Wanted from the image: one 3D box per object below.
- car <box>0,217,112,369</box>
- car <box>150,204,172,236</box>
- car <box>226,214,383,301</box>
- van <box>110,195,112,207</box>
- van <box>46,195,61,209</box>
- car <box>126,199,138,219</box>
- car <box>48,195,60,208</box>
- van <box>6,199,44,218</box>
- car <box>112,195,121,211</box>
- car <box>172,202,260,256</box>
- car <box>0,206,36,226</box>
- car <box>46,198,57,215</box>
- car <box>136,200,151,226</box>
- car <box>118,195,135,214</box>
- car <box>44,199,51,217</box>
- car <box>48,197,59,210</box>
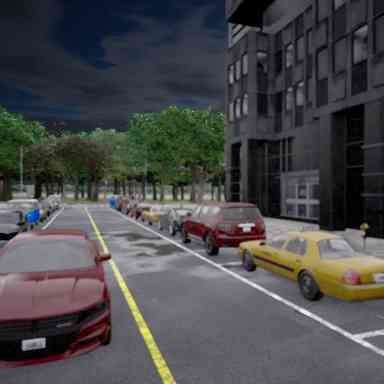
[{"bbox_3d":[-2.626,1.478,6.190,1.882,1.535,5.008,0,0,-19],"label":"car"},{"bbox_3d":[-0.719,1.552,18.407,2.008,1.369,4.403,0,0,-19],"label":"car"},{"bbox_3d":[2.748,1.525,8.279,1.752,1.417,4.829,0,0,-19],"label":"car"},{"bbox_3d":[-9.524,1.353,44.129,1.690,1.788,3.998,0,0,-19],"label":"van"},{"bbox_3d":[-19.351,1.357,46.513,1.690,1.788,3.998,0,0,-19],"label":"van"},{"bbox_3d":[-4.241,1.549,28.696,1.887,1.381,4.507,0,0,-19],"label":"car"},{"bbox_3d":[-17.590,1.453,41.369,1.967,1.590,4.097,0,0,-19],"label":"car"},{"bbox_3d":[-10.546,1.345,20.791,1.690,1.788,3.998,0,0,-19],"label":"van"},{"bbox_3d":[-7.763,1.324,38.985,2.192,1.841,5.009,0,0,-19],"label":"car"},{"bbox_3d":[1.042,1.315,13.262,2.192,1.841,5.009,0,0,-19],"label":"car"},{"bbox_3d":[-8.784,1.568,15.646,1.947,1.339,4.313,0,0,-19],"label":"car"},{"bbox_3d":[-14.068,1.573,31.080,1.947,1.339,4.313,0,0,-19],"label":"car"},{"bbox_3d":[-2.535,1.528,23.712,1.752,1.417,4.829,0,0,-19],"label":"car"},{"bbox_3d":[-6.002,1.447,33.840,1.967,1.590,4.097,0,0,-19],"label":"car"},{"bbox_3d":[-12.252,1.531,25.775,1.752,1.417,4.829,0,0,-19],"label":"car"},{"bbox_3d":[-15.774,1.535,36.064,1.752,1.417,4.829,0,0,-19],"label":"car"}]
